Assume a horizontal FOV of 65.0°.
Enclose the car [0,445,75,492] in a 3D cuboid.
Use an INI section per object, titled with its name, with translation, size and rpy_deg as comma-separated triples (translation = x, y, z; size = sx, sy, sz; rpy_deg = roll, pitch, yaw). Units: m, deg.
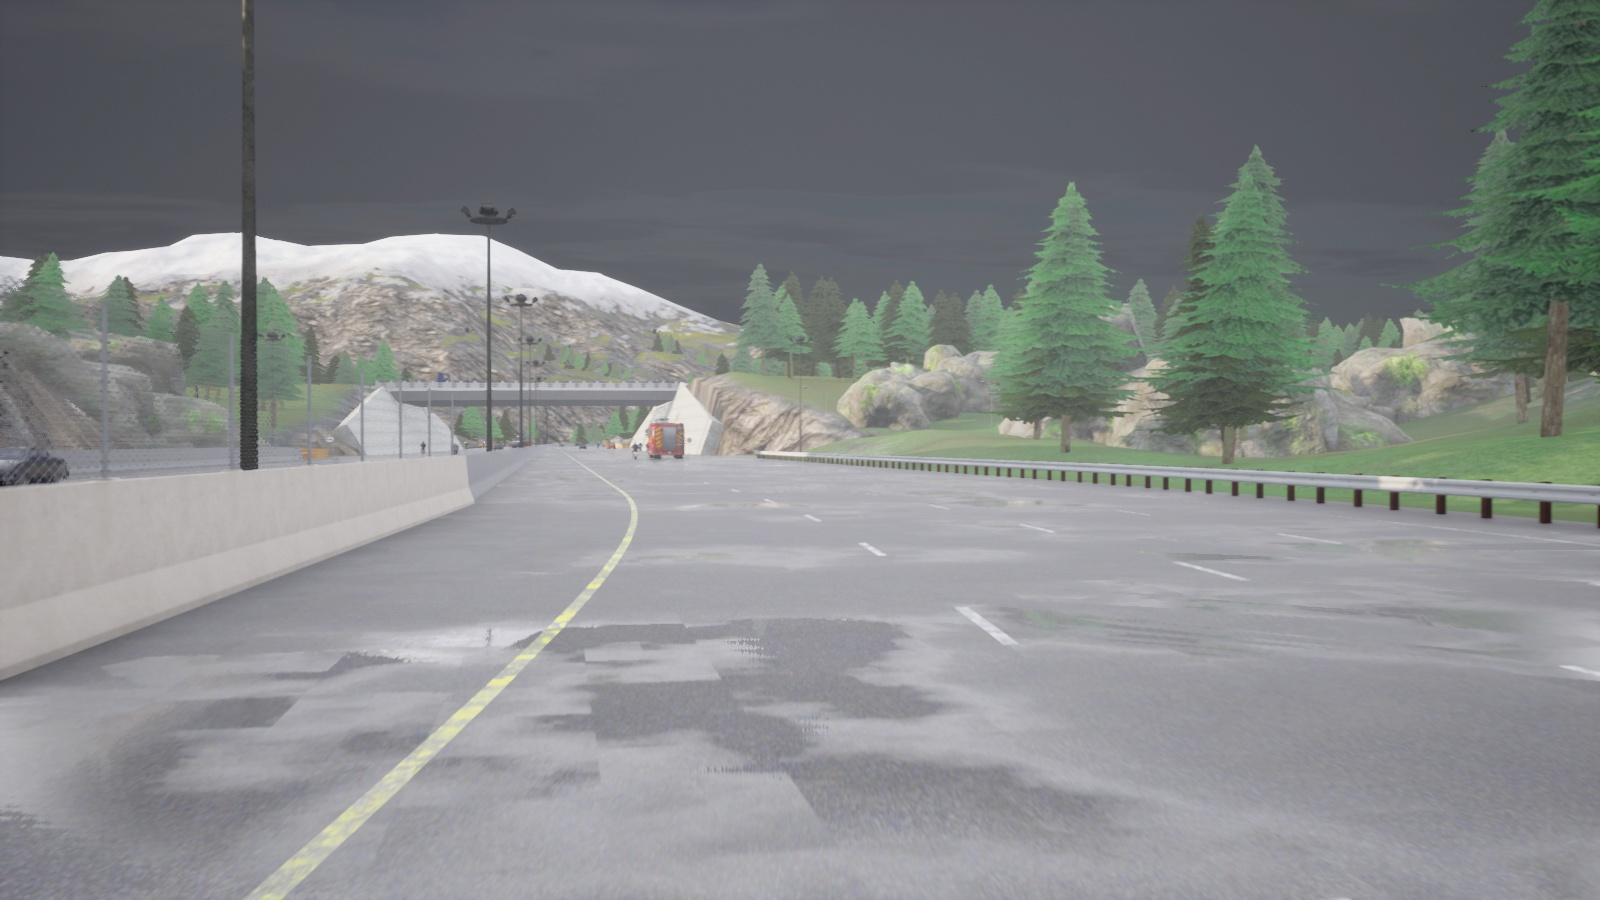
[car]
translation = -25.478, 0.551, 40.505
size = 2.033, 1.411, 5.357
rpy_deg = 0, 0, -11
